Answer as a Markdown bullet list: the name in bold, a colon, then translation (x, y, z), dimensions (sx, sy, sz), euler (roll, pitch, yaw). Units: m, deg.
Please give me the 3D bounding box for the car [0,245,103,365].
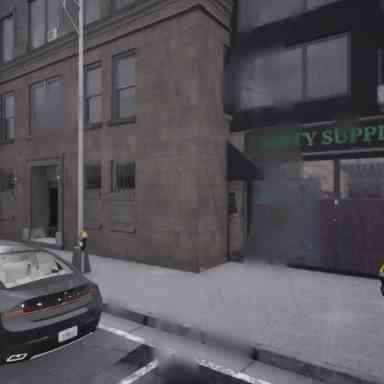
- **car**: translation (-3.335, 1.550, 5.457), dimensions (4.403, 1.369, 2.008), euler (0, 0, 36)
